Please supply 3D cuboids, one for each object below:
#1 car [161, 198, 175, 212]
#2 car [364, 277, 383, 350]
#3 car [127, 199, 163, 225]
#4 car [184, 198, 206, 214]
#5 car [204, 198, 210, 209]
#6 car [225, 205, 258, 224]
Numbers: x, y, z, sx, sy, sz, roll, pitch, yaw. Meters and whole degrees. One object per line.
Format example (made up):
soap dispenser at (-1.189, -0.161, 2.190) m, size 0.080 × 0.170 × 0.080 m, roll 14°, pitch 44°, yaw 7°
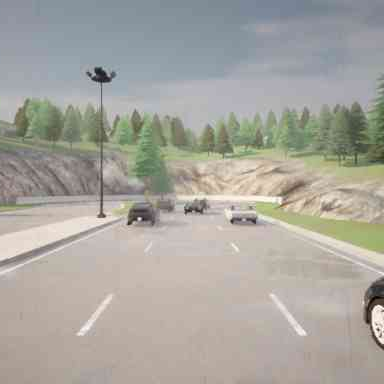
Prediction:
car at (-3.056, 1.491, 38.709) m, size 2.128 × 1.511 × 4.902 m, roll 0°, pitch 0°, yaw 4°
car at (3.600, 1.505, 3.268) m, size 1.837 × 1.490 × 4.892 m, roll 0°, pitch 0°, yaw 0°
car at (-3.399, 1.503, 23.974) m, size 1.837 × 1.490 × 4.892 m, roll 0°, pitch 0°, yaw 0°
car at (0.232, 1.601, 34.615) m, size 1.895 × 1.301 × 4.718 m, roll 0°, pitch 0°, yaw 2°
car at (1.244, 1.492, 43.900) m, size 2.128 × 1.511 × 4.902 m, roll 0°, pitch 0°, yaw 11°
car at (3.601, 1.601, 25.049) m, size 1.895 × 1.301 × 4.718 m, roll 0°, pitch 0°, yaw 0°
